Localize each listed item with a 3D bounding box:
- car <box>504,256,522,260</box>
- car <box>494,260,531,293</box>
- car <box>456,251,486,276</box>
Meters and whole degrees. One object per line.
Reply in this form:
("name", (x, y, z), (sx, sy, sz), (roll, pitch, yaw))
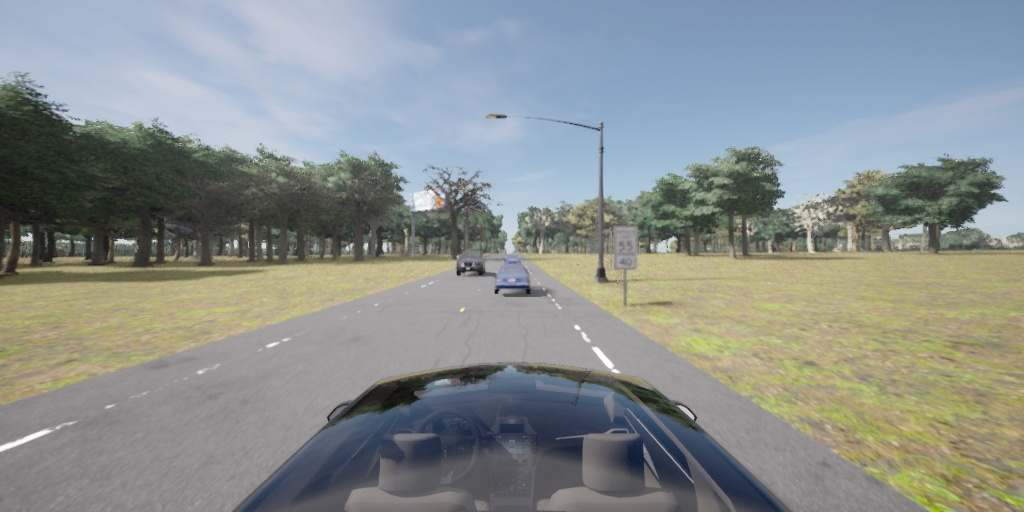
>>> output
("car", (0.083, 0.765, 38.855), (1.812, 1.442, 4.674), (0, 1, 0))
("car", (0.042, 1.124, 19.090), (2.033, 1.411, 5.357), (0, 1, 1))
("car", (-3.510, 0.607, 31.472), (2.150, 2.045, 5.566), (0, 1, 0))
